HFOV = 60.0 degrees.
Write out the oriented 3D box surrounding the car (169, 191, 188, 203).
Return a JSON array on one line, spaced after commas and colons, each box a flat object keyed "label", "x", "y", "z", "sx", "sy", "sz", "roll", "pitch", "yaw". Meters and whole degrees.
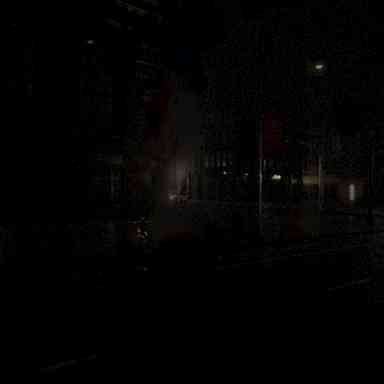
[{"label": "car", "x": -2.892, "y": 0.903, "z": 58.612, "sx": 2.150, "sy": 2.045, "sz": 5.566, "roll": 1, "pitch": 0, "yaw": -35}]
